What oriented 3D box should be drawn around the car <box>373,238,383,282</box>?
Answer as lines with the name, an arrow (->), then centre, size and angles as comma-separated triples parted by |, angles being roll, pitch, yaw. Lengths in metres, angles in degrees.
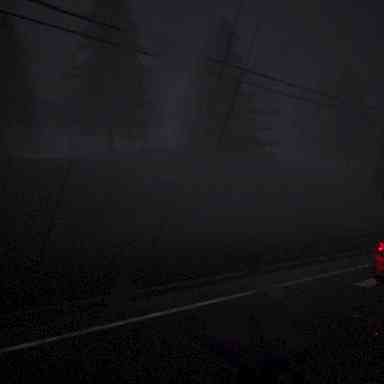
car -> 6.775, 1.439, 8.720 | 4.553, 1.767, 2.097 | 1, 0, -35
